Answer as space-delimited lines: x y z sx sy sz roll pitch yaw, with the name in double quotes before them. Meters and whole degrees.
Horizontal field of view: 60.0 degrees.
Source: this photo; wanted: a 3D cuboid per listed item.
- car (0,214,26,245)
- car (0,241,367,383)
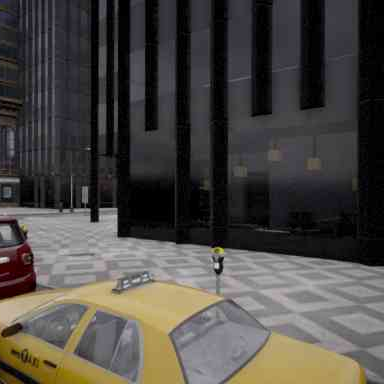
"car" -5.097 1.313 6.552 5.009 1.841 2.192 0 0 35
"car" -0.803 1.525 3.524 4.829 1.417 1.752 0 0 35
